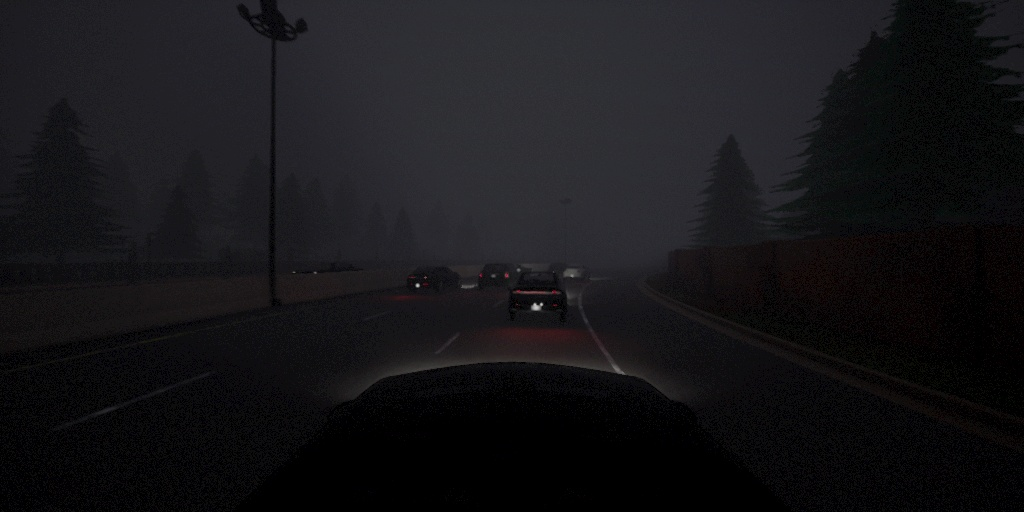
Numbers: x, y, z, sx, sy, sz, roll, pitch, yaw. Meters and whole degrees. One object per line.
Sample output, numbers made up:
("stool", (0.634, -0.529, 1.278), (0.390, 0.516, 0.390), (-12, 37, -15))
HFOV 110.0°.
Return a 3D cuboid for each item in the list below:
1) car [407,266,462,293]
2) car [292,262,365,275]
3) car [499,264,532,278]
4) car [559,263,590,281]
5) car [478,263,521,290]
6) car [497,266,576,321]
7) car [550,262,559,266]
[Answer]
("car", (-4.536, 1.329, 21.504), (1.837, 1.490, 4.892), (0, 0, 12))
("car", (-11.646, 1.049, 23.014), (1.895, 1.301, 4.718), (0, 0, 12))
("car", (0.472, 1.520, 37.573), (1.895, 1.301, 4.718), (0, 0, 22))
("car", (5.812, 1.442, 32.032), (1.812, 1.442, 4.674), (0, 0, 20))
("car", (-0.602, 1.199, 23.016), (2.097, 1.767, 4.553), (0, 0, 13))
("car", (0.991, 1.298, 12.800), (2.128, 1.511, 4.902), (0, 0, 7))
("car", (5.378, 1.457, 40.008), (1.837, 1.490, 4.892), (0, 0, 24))
